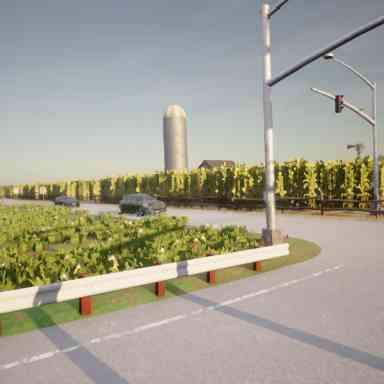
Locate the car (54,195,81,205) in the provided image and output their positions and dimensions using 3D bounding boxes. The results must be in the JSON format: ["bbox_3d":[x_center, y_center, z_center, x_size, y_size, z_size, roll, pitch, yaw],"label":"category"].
[{"bbox_3d":[-14.821,1.182,39.263,1.837,1.490,4.892,-3,2,-40],"label":"car"}]

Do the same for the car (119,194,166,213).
[{"bbox_3d":[-3.989,0.952,26.375,2.097,1.767,4.553,-3,2,-40],"label":"car"}]
